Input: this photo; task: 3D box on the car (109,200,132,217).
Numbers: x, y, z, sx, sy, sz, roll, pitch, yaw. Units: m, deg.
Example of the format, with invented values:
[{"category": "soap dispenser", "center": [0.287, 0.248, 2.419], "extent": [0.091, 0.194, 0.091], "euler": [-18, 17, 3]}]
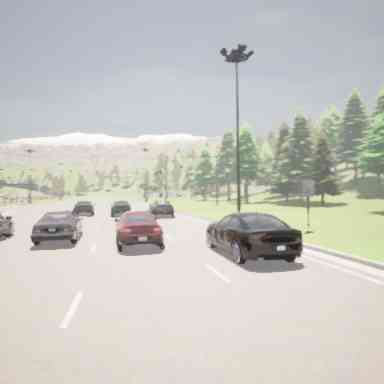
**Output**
[{"category": "car", "center": [-6.928, 1.575, 32.472], "extent": [1.837, 1.490, 4.892], "euler": [-1, 0, -14]}]

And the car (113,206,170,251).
[{"category": "car", "center": [-2.336, 1.547, 14.334], "extent": [1.812, 1.442, 4.674], "euler": [-1, 0, -14]}]

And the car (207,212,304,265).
[{"category": "car", "center": [1.932, 1.440, 11.715], "extent": [1.882, 1.535, 5.008], "euler": [-1, 0, -13]}]

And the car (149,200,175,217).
[{"category": "car", "center": [-2.863, 1.505, 30.699], "extent": [2.128, 1.511, 4.902], "euler": [-1, 0, -14]}]

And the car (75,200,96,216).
[{"category": "car", "center": [-10.885, 1.629, 33.836], "extent": [1.837, 1.490, 4.892], "euler": [-1, 0, -14]}]

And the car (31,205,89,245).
[{"category": "car", "center": [-6.383, 1.624, 16.151], "extent": [2.033, 1.411, 5.357], "euler": [-1, 0, -14]}]

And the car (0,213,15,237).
[{"category": "car", "center": [-9.961, 1.634, 15.803], "extent": [1.837, 1.490, 4.892], "euler": [-1, 0, -14]}]
